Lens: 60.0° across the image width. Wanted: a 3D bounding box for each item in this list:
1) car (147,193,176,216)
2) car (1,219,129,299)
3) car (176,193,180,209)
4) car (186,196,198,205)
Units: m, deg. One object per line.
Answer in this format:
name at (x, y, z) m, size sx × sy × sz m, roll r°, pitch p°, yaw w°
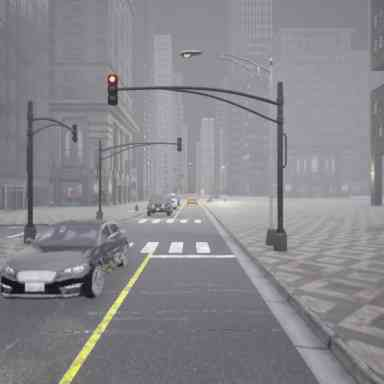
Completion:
car at (-3.088, 1.221, 32.928) m, size 2.150 × 2.045 × 5.566 m, roll 0°, pitch 0°, yaw 0°
car at (-2.895, 1.491, 8.602) m, size 2.128 × 1.511 × 4.902 m, roll 0°, pitch 0°, yaw 0°
car at (-3.088, 1.224, 43.628) m, size 2.150 × 2.045 × 5.566 m, roll 0°, pitch 0°, yaw 0°
car at (0.012, 1.489, 57.607) m, size 1.882 × 1.535 × 5.008 m, roll 0°, pitch 0°, yaw 0°
